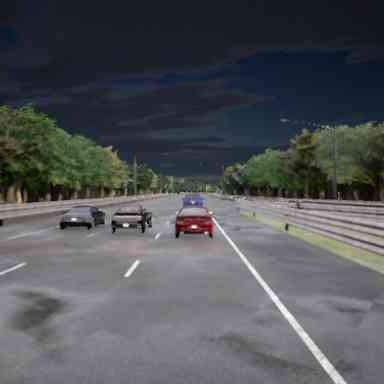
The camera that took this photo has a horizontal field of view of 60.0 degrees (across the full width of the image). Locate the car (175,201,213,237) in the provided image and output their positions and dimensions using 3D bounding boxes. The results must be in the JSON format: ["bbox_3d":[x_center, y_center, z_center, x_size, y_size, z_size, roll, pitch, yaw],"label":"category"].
[{"bbox_3d":[0.099,1.481,18.074,1.882,1.535,5.008,0,0,0],"label":"car"}]

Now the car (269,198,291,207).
[{"bbox_3d":[11.121,1.570,43.949,1.882,1.535,5.008,0,0,-13],"label":"car"}]

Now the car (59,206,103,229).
[{"bbox_3d":[-6.902,1.568,21.466,1.994,1.385,4.181,0,0,0],"label":"car"}]

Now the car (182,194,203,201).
[{"bbox_3d":[0.096,1.231,37.285,2.150,2.045,5.566,0,0,0],"label":"car"}]

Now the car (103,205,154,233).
[{"bbox_3d":[-3.402,1.495,19.575,2.128,1.511,4.902,0,0,0],"label":"car"}]
